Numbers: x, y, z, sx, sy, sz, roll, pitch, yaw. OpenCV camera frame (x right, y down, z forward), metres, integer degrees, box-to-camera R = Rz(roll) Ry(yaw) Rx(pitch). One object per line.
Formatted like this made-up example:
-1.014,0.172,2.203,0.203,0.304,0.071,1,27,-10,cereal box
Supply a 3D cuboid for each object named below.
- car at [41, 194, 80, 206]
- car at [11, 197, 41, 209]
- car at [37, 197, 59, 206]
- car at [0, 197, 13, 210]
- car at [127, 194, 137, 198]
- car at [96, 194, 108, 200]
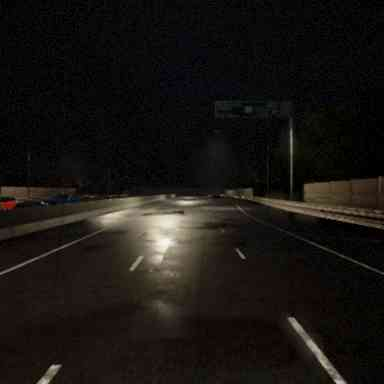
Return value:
-14.060,1.212,36.603,2.150,2.045,5.566,0,0,0,car
-17.560,1.552,36.655,1.994,1.385,4.181,0,0,0,car
-23.831,1.552,55.094,1.994,1.385,4.181,0,0,-3,car
-21.058,1.339,36.572,2.097,1.767,4.553,0,0,0,car
-13.956,1.268,77.881,1.837,1.490,4.892,0,0,0,car
-20.956,1.246,77.885,1.882,1.535,5.008,0,0,0,car
